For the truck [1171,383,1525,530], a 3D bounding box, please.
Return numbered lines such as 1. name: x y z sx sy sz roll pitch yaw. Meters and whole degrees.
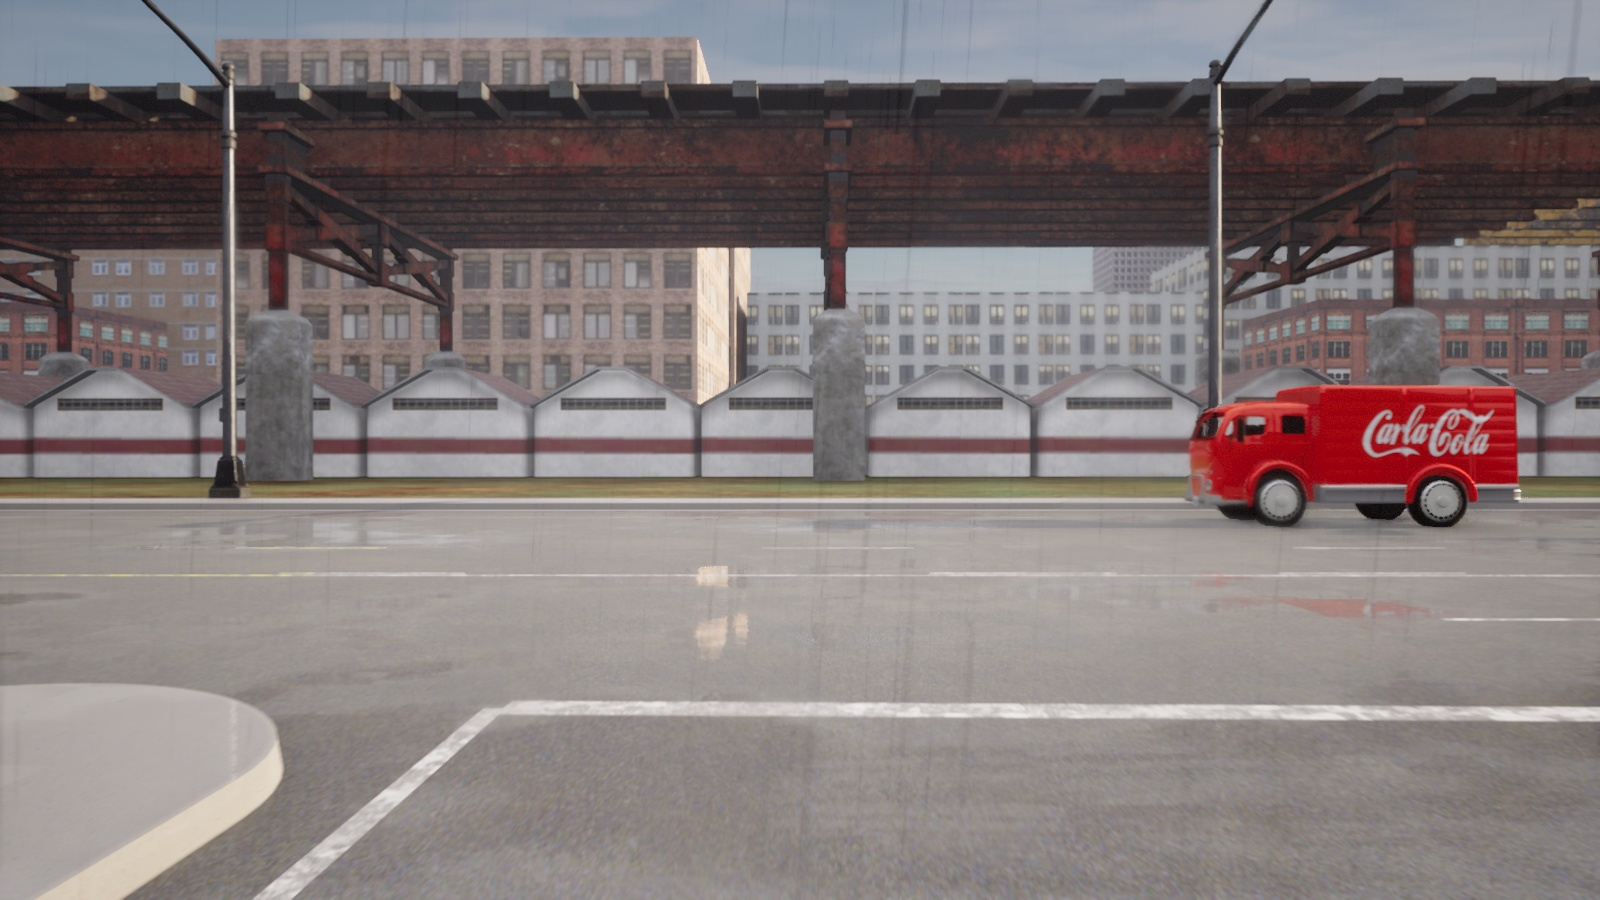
1. truck: 9.650 0.099 22.538 5.204 2.467 2.627 0 0 1
